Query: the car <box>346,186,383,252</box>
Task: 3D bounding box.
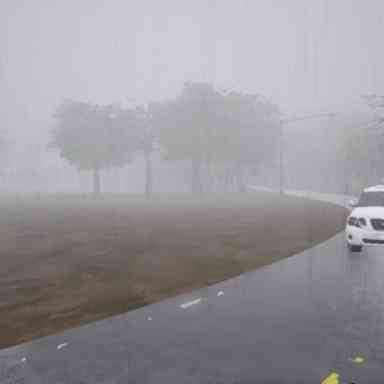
[{"bbox_3d":[6.862,0.809,11.475,2.150,2.045,5.566,-1,1,34],"label":"car"}]
